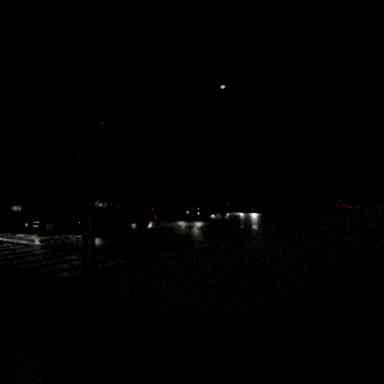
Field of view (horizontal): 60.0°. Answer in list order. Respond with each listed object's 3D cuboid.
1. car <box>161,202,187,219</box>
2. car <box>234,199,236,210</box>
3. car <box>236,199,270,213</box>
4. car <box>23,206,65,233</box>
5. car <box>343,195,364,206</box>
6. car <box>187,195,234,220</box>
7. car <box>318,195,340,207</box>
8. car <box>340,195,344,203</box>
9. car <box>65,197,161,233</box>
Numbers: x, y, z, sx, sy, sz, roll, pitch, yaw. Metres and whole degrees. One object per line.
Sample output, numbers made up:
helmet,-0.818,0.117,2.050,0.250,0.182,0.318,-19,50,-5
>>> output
car,-2.893,1.618,29.243,1.882,1.535,5.008,-1,0,35
car,4.286,1.566,39.353,1.882,1.535,5.008,-1,0,36
car,7.285,1.546,37.963,1.837,1.490,4.892,-1,0,36
car,-8.353,1.684,21.544,1.837,1.490,4.892,-1,0,35
car,25.664,1.456,52.320,1.895,1.301,4.718,-1,0,35
car,1.226,1.307,29.435,2.150,2.045,5.566,-1,0,35
car,20.688,1.395,50.934,1.882,1.535,5.008,-1,0,35
car,27.073,1.363,59.945,2.128,1.511,4.902,-1,0,36
car,-4.770,1.349,20.981,2.150,2.045,5.566,-1,0,35
